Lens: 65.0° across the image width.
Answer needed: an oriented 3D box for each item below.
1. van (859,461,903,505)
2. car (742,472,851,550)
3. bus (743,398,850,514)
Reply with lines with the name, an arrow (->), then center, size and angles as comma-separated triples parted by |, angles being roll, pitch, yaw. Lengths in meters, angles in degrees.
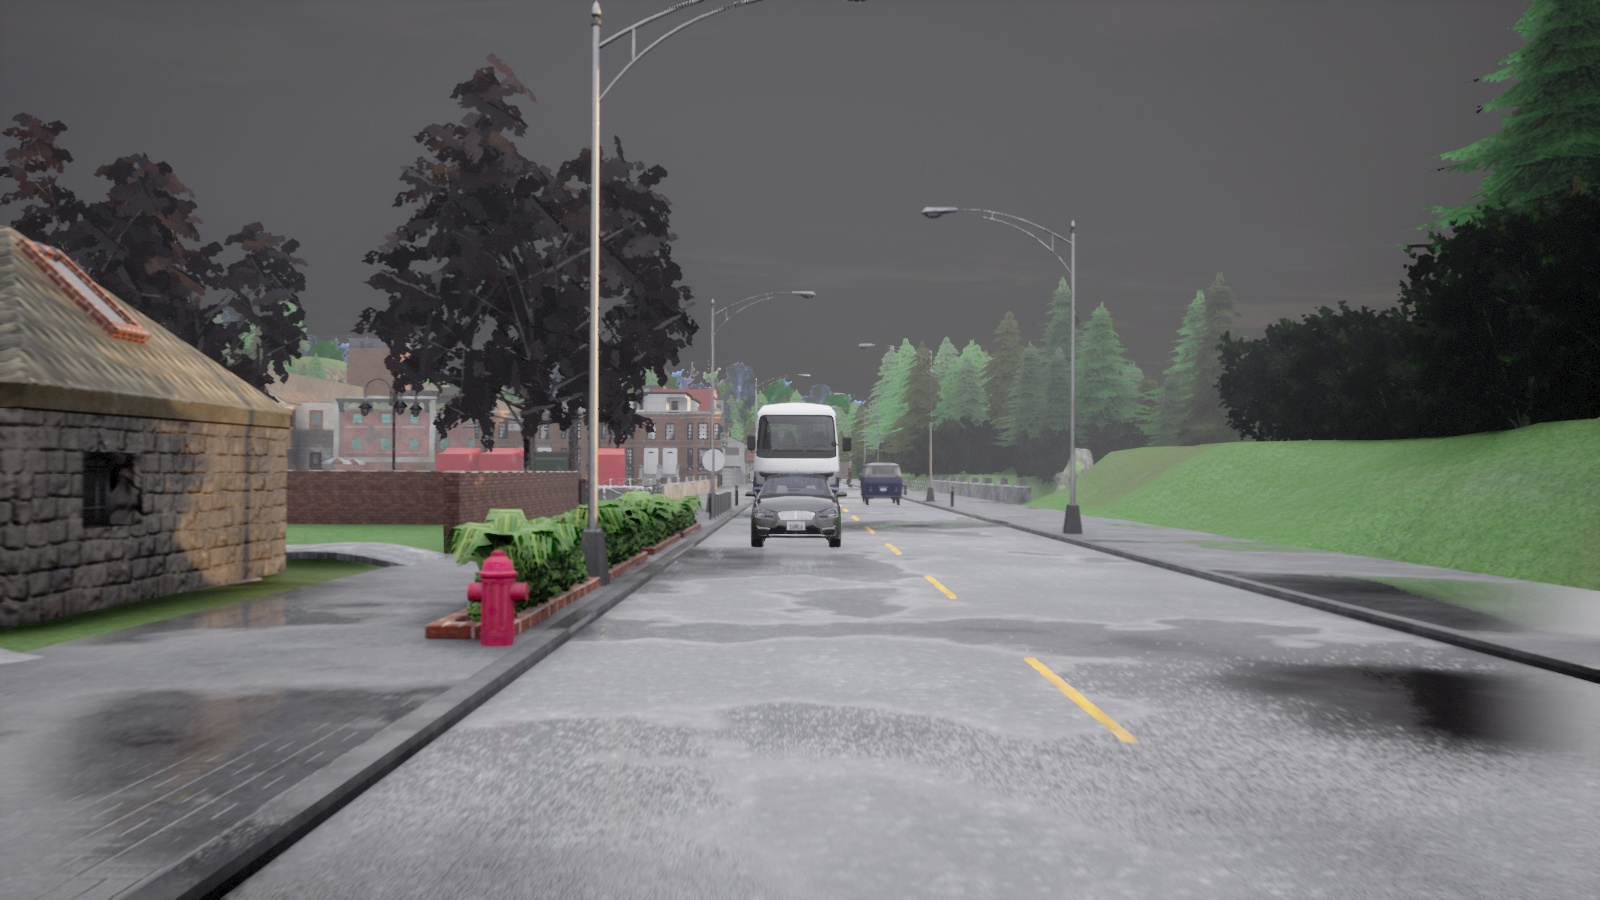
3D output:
van -> 3.833, 1.555, 59.942 | 1.775, 1.987, 4.442 | 0, -1, 0
car -> -0.074, 1.222, 26.934 | 2.128, 1.511, 4.902 | 0, -1, 0
bus -> -0.147, 0.298, 51.324 | 3.944, 4.253, 10.273 | 0, -1, 0
